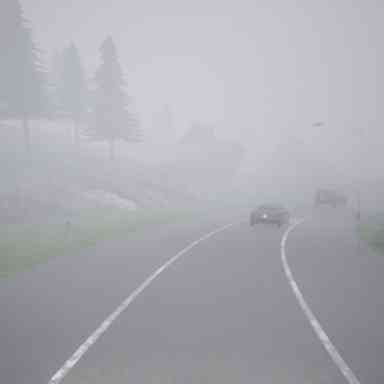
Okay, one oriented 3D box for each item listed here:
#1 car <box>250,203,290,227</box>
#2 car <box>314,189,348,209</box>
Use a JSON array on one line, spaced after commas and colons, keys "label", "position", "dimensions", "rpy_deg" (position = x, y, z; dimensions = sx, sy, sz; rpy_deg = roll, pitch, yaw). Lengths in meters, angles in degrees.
[{"label": "car", "position": [5.144, 1.398, 21.676], "dimensions": [1.994, 1.385, 4.181], "rpy_deg": [3, 2, 23]}, {"label": "car", "position": [15.814, 0.706, 37.692], "dimensions": [2.150, 2.045, 5.566], "rpy_deg": [5, 5, 42]}]
